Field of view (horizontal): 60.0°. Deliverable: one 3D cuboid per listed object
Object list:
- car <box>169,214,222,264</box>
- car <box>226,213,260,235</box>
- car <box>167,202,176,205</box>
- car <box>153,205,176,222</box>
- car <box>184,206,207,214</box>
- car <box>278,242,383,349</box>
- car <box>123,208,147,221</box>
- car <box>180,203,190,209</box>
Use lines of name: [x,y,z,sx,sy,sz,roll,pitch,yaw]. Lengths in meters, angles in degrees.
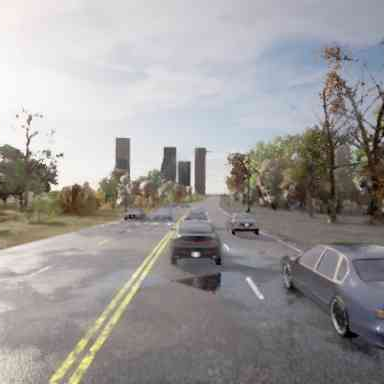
car: [0.151,1.882,13.462,1.837,1.490,4.892,0,-1,0]
car: [3.498,2.171,23.522,2.033,1.411,5.357,0,-1,1]
car: [-4.761,3.055,78.183,2.128,1.511,4.902,0,-1,3]
car: [-2.989,2.389,35.378,1.812,1.442,4.674,0,-2,1]
car: [0.347,2.257,29.500,1.994,1.385,4.181,0,0,1]
car: [3.359,1.778,6.990,2.033,1.411,5.357,0,-1,0]
car: [-6.210,2.442,36.667,1.994,1.385,4.181,0,-1,1]
car: [-1.552,3.168,77.208,1.994,1.385,4.181,0,-1,3]
